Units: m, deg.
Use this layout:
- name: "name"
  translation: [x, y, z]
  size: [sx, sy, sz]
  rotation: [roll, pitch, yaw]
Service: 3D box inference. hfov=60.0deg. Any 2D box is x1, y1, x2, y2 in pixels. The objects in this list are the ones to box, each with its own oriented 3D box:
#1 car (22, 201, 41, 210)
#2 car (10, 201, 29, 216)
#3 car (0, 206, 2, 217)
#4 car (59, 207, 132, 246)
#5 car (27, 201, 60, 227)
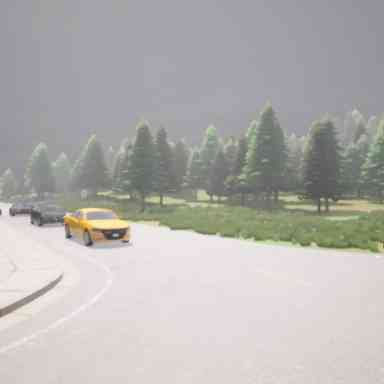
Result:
- name: "car"
  translation: [-24.478, 1.994, 50.737]
  size: [1.895, 1.301, 4.718]
  rotation: [1, -1, -35]
- name: "car"
  translation: [-17.772, 1.790, 34.795]
  size: [1.994, 1.385, 4.181]
  rotation: [1, -1, -35]
- name: "car"
  translation: [-20.032, 1.653, 32.989]
  size: [1.816, 1.474, 4.193]
  rotation: [8, -5, -37]
- name: "car"
  translation: [-4.540, 1.519, 15.709]
  size: [1.882, 1.535, 5.008]
  rotation: [1, -1, -35]
- name: "car"
  translation: [-10.433, 1.629, 24.199]
  size: [1.837, 1.490, 4.892]
  rotation: [1, -1, -35]
